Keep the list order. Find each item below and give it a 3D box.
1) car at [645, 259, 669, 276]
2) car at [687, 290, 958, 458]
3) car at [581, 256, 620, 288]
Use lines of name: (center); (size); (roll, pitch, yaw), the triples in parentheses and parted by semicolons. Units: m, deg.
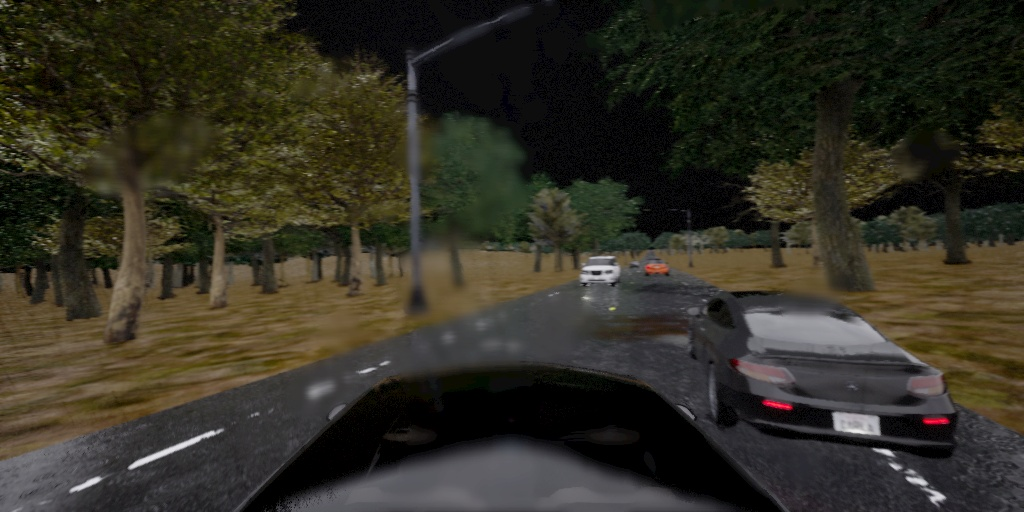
car: (14.570, 1.056, 36.130); (2.097, 1.767, 4.553); (-2, -1, 22)
car: (3.650, 1.206, 5.086); (1.812, 1.442, 4.674); (-2, -1, 21)
car: (6.284, 1.033, 25.083); (2.150, 2.045, 5.566); (-2, -1, 21)
